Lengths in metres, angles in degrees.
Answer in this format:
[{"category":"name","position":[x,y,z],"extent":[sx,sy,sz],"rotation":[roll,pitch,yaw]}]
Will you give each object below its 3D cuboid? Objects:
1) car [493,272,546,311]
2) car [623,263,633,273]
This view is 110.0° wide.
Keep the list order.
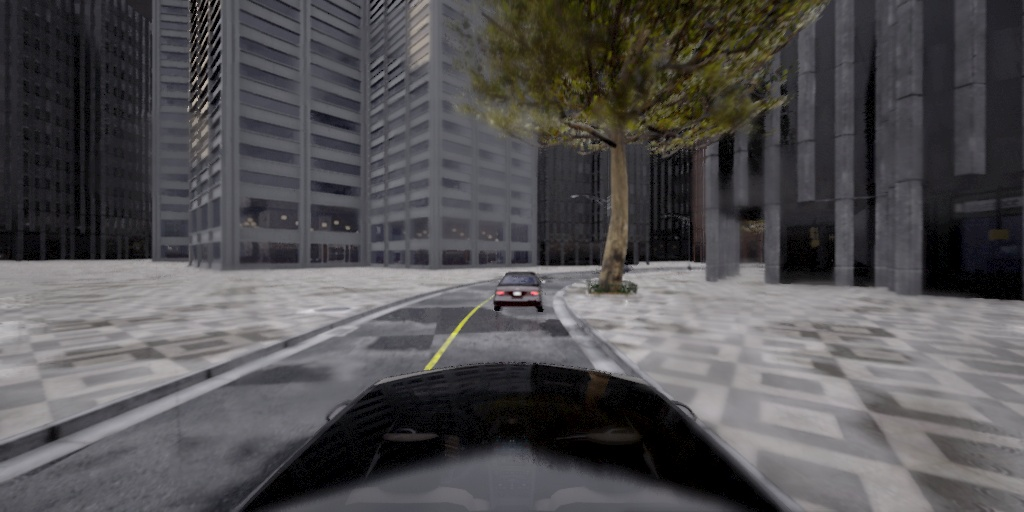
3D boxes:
[{"category":"car","position":[0.383,1.347,14.763],"extent":[2.033,1.411,5.357],"rotation":[0,0,5]},{"category":"car","position":[12.647,1.438,43.037],"extent":[2.033,1.411,5.357],"rotation":[0,0,42]}]
